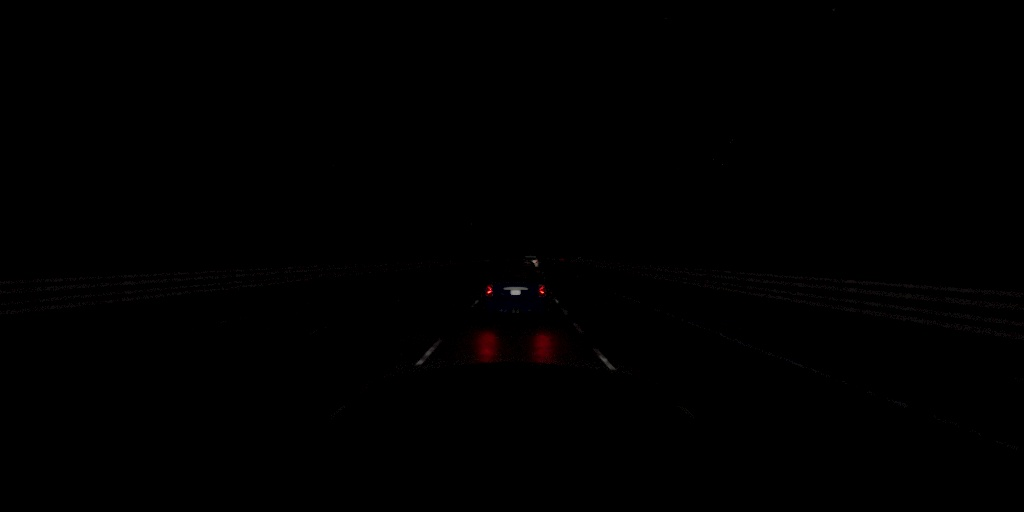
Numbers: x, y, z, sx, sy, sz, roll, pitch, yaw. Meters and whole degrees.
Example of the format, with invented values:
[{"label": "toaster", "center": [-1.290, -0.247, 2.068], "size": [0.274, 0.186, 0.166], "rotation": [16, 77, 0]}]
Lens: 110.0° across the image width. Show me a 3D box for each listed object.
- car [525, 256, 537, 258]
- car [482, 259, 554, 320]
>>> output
[{"label": "car", "center": [2.855, 1.013, 52.421], "size": [2.150, 2.045, 5.566], "rotation": [0, 0, 6]}, {"label": "car", "center": [0.166, 1.104, 12.770], "size": [2.097, 1.767, 4.553], "rotation": [0, 0, 2]}]
